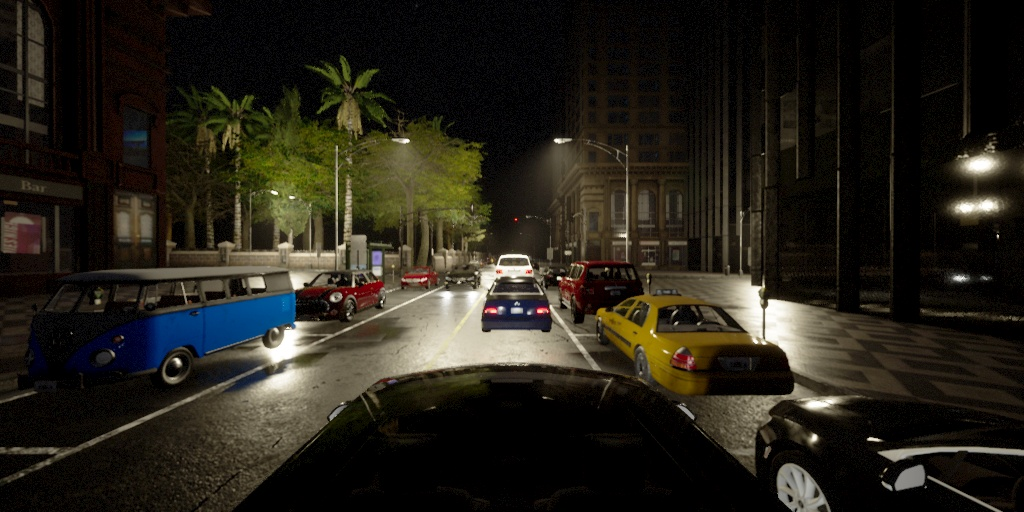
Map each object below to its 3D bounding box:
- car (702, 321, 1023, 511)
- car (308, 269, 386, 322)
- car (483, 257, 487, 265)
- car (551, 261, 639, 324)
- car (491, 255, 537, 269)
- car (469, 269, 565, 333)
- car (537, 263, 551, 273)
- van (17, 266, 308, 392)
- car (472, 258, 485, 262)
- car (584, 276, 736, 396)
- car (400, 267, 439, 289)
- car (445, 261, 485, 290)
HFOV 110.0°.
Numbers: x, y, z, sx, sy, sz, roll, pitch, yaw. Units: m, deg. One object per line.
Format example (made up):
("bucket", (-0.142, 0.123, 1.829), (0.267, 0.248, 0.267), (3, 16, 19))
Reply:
("car", (2.762, 1.300, 1.081), (2.007, 1.370, 4.403), (0, 0, 0))
("car", (-5.758, 1.195, 11.952), (1.967, 1.591, 4.097), (0, 0, 0))
("car", (-5.733, 1.200, 60.084), (1.967, 1.591, 4.097), (0, 0, 0))
("car", (2.767, 1.070, 11.932), (2.192, 1.841, 5.009), (0, 0, 0))
("car", (0.110, 0.981, 21.324), (2.150, 2.045, 5.566), (0, 0, 0))
("car", (0.107, 1.302, 10.753), (2.033, 1.411, 5.357), (0, 0, 0))
("car", (2.773, 1.325, 22.782), (1.948, 1.339, 4.313), (0, 0, 0))
("van", (-5.760, 1.094, 6.525), (1.690, 1.789, 3.998), (0, 0, 0))
("car", (-5.736, 1.312, 54.664), (2.007, 1.370, 4.403), (0, 0, 0))
("car", (2.765, 1.278, 6.676), (1.751, 1.417, 4.829), (0, 0, 0))
("car", (-5.752, 1.341, 22.804), (1.802, 1.307, 4.207), (0, 0, 0))
("car", (-2.999, 1.269, 22.816), (1.837, 1.490, 4.892), (0, 0, 0))
